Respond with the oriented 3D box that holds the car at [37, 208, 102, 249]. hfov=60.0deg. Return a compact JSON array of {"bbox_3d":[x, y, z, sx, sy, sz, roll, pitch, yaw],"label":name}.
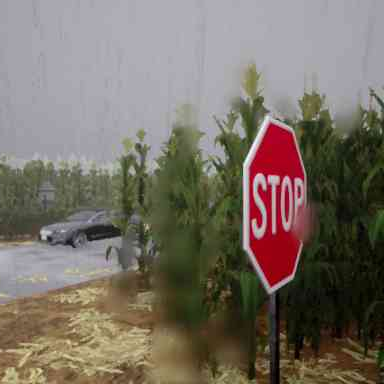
[{"bbox_3d":[-4.320,1.504,14.803,2.128,1.511,4.902,0,0,34],"label":"car"}]
